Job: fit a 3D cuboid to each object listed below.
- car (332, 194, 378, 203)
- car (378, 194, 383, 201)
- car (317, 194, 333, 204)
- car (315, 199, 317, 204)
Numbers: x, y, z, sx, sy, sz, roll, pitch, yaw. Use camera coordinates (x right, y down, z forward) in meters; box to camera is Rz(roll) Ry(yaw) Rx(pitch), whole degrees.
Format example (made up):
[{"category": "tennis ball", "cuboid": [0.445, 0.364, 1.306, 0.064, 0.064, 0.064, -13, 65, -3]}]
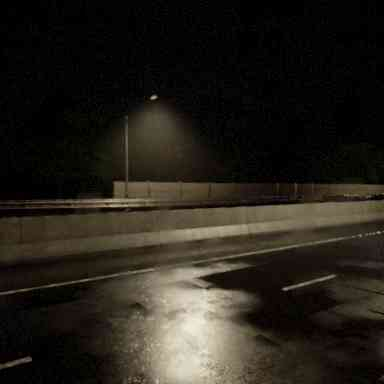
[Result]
[{"category": "car", "cuboid": [19.201, 1.233, 39.180, 5.357, 1.411, 2.033, -1, 0, -35]}, {"category": "car", "cuboid": [32.472, 1.070, 57.224, 4.181, 1.385, 1.994, -1, 0, -35]}, {"category": "car", "cuboid": [18.839, 1.173, 43.211, 4.892, 1.490, 1.837, -1, 0, -35]}, {"category": "car", "cuboid": [19.969, 1.113, 48.310, 5.008, 1.535, 1.882, 0, 0, -35]}]
